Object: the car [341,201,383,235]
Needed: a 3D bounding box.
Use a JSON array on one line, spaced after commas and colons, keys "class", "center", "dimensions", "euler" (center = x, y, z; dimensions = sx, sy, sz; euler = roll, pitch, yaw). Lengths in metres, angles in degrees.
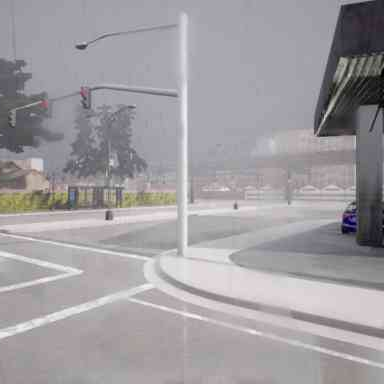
[{"class": "car", "center": [9.490, 1.295, 17.698], "dimensions": [2.242, 1.667, 4.611], "euler": [0, 0, 37]}]
